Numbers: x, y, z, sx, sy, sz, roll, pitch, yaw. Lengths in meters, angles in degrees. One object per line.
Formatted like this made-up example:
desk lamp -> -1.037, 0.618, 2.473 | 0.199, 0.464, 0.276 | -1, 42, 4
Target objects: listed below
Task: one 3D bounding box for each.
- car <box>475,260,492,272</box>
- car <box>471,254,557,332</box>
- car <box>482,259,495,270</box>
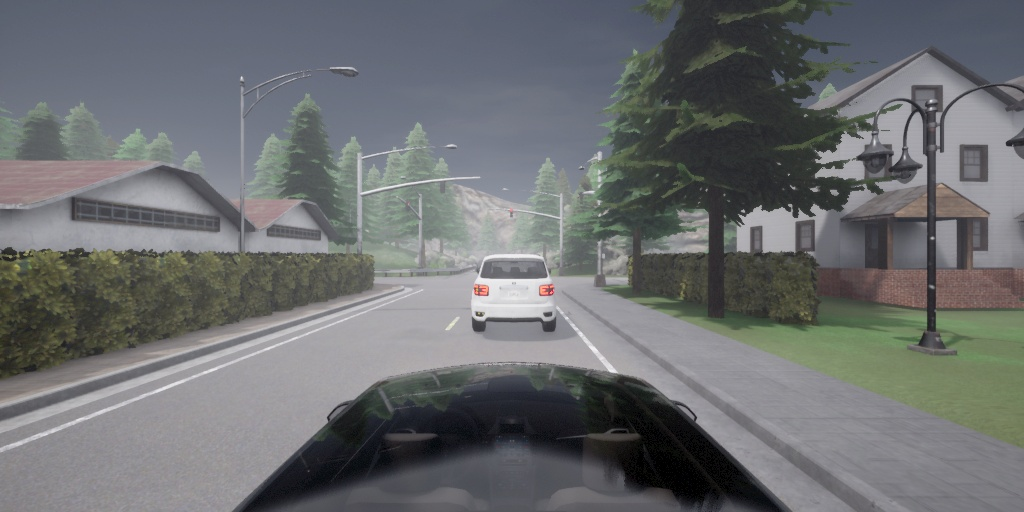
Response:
car -> -3.601, 1.255, 46.078 | 1.837, 1.490, 4.892 | 0, 0, 0
car -> 0.064, 0.971, 11.003 | 2.150, 2.045, 5.566 | 0, 0, 0
car -> -3.600, 1.276, 55.315 | 1.812, 1.442, 4.674 | 0, 0, 0
